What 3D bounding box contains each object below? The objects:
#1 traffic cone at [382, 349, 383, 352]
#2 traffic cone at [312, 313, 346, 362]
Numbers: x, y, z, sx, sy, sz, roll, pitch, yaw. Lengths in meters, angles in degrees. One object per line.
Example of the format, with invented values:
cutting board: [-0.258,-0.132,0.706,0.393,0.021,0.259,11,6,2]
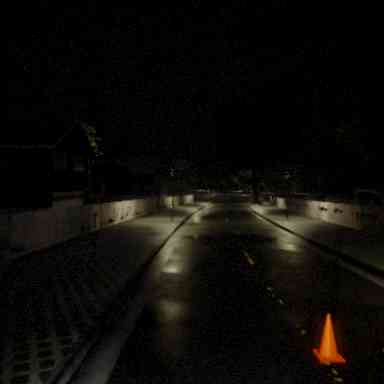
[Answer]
traffic cone: [2.884,1.981,4.601,0.340,0.580,0.340,0,0,0]
traffic cone: [1.885,1.974,4.598,0.340,0.580,0.340,0,0,0]
